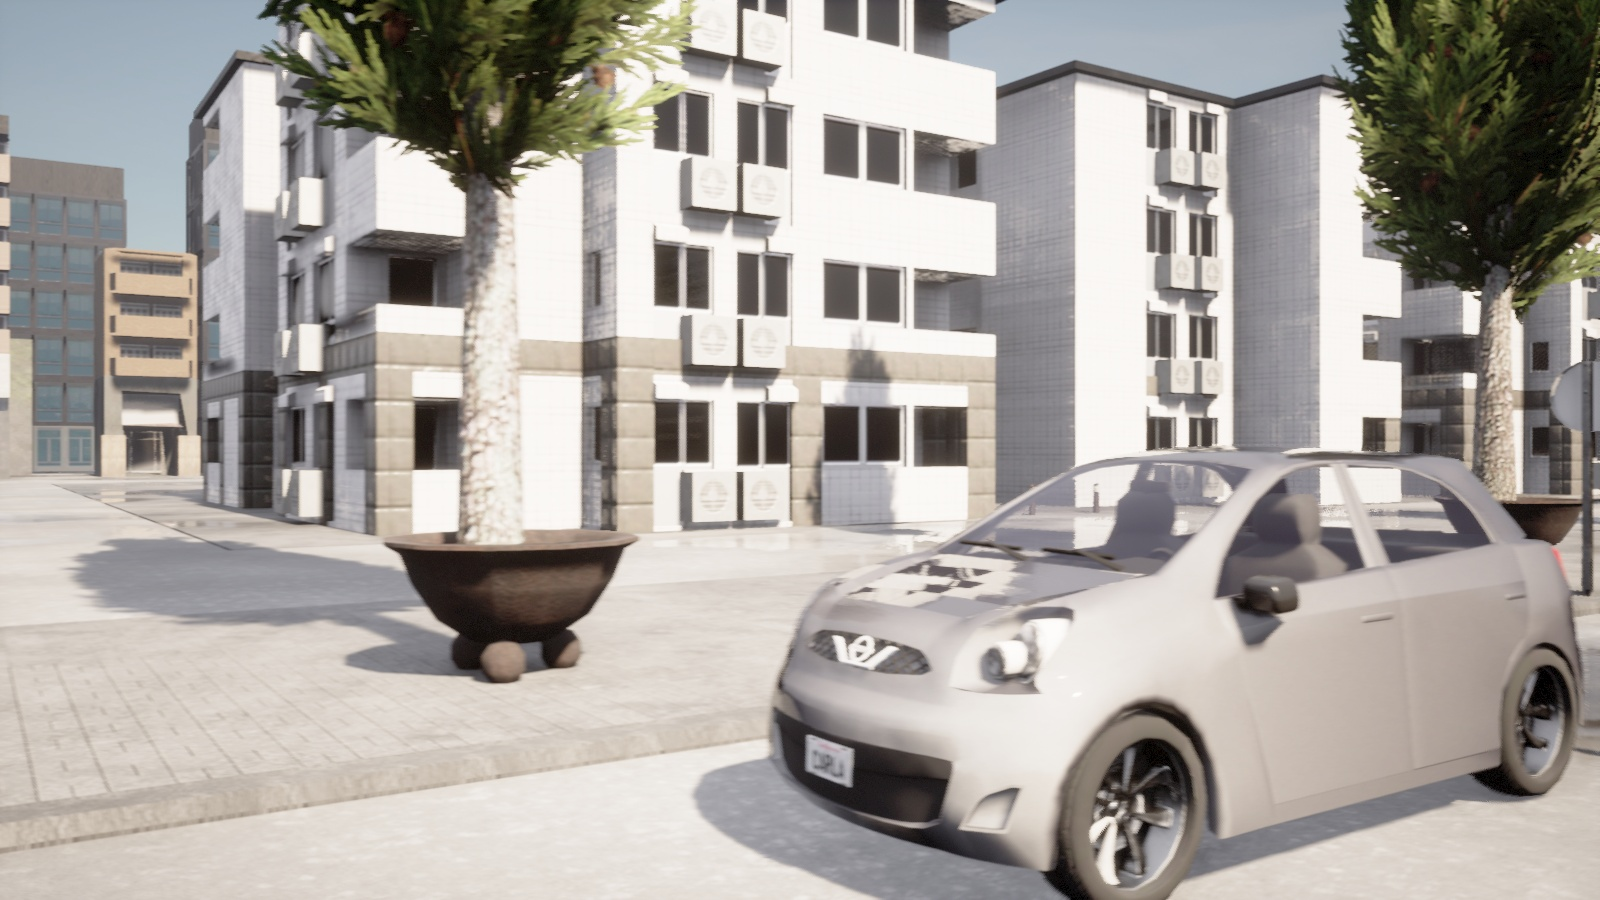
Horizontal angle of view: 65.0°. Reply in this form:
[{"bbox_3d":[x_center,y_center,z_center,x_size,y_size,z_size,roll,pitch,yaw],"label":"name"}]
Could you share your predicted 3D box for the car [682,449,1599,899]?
[{"bbox_3d":[1.557,0.756,5.245,3.633,1.501,1.845,0,0,-34],"label":"car"}]
